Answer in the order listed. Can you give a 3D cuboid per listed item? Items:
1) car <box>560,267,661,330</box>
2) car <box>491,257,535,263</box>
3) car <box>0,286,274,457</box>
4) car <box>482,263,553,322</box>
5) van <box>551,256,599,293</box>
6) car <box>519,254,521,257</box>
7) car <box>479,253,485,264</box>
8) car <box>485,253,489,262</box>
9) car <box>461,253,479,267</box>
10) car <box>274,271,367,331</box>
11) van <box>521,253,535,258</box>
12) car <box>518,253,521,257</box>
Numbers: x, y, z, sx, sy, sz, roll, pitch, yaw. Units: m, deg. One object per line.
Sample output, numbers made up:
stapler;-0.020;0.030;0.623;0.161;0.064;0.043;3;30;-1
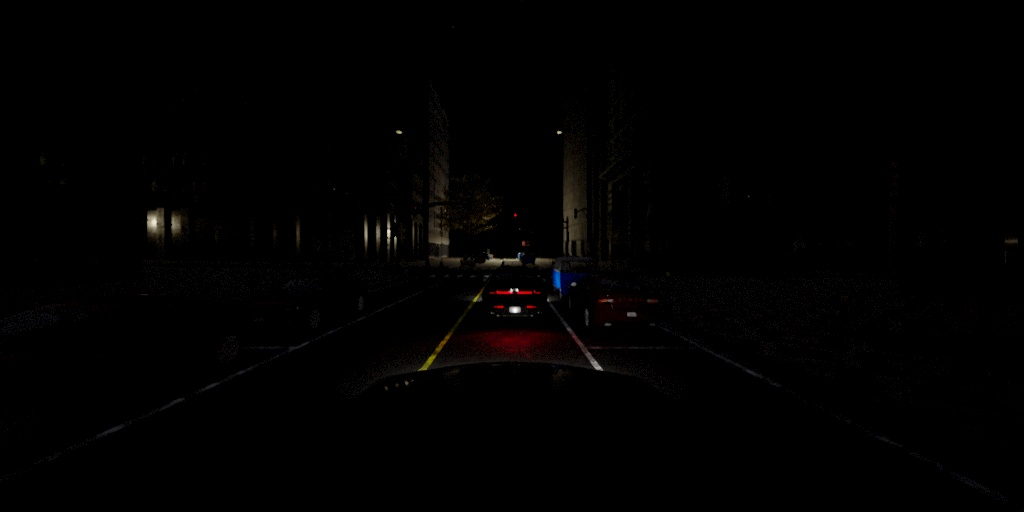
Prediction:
car;2.753;1.183;10.503;1.888;1.381;4.507;0;0;0
car;0.052;0.995;21.148;2.128;1.511;4.902;0;1;-1
car;-5.785;1.252;4.972;1.888;1.381;4.507;0;0;0
car;0.075;1.126;11.670;1.837;1.490;4.892;0;0;0
van;2.738;0.909;16.028;1.690;1.789;3.998;0;0;0
car;2.600;0.603;59.421;1.948;1.339;4.313;0;0;0
car;-5.925;0.584;59.166;1.888;1.381;4.507;0;0;0
car;-5.940;0.291;64.455;2.192;1.841;5.009;0;0;0
car;-5.900;0.691;48.417;1.751;1.417;4.829;0;0;0
car;-5.802;1.182;10.497;1.888;1.381;4.507;0;0;0
van;2.615;0.443;54.009;1.690;1.789;3.998;0;0;0
car;2.584;0.519;64.834;1.888;1.381;4.507;0;0;0
